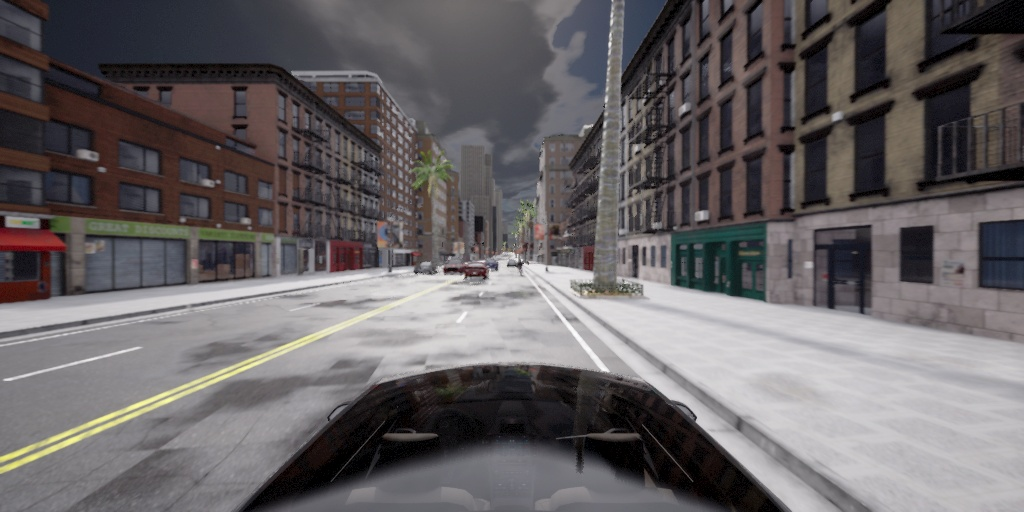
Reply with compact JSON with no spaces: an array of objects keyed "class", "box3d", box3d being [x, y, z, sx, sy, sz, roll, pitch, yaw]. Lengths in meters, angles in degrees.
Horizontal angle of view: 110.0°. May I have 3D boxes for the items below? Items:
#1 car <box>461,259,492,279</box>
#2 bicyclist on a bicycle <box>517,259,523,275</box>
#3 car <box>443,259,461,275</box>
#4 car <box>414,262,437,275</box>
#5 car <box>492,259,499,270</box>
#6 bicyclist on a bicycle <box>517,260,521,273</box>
[{"class":"car","box3d":[-3.152,1.279,32.729,1.882,1.535,5.008,0,0,0]},{"class":"bicyclist on a bicycle","box3d":[0.892,1.191,37.641,0.659,1.776,1.843,0,0,0]},{"class":"car","box3d":[-6.583,1.186,41.304,2.097,1.767,4.553,0,0,0]},{"class":"car","box3d":[-9.836,1.361,41.075,1.812,1.442,4.674,0,0,0]},{"class":"car","box3d":[-3.153,1.250,55.564,2.097,1.767,4.553,0,0,0]},{"class":"bicyclist on a bicycle","box3d":[0.892,1.309,46.371,0.582,1.620,1.656,0,-1,0]}]
